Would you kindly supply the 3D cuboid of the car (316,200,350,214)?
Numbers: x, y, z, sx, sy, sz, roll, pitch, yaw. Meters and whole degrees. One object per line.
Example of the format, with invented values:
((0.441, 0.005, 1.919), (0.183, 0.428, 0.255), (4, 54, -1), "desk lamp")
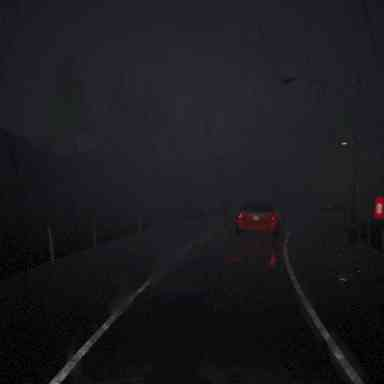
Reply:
((15.805, 1.632, 37.222), (2.033, 1.411, 5.357), (5, 2, 44), "car")

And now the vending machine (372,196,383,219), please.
((19.043, 1.567, 33.565), (1.100, 2.100, 0.880), (10, 10, 43), "vending machine")

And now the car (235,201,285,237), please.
((3.798, 1.267, 17.950), (2.097, 1.767, 4.553), (2, 1, 20), "car")
